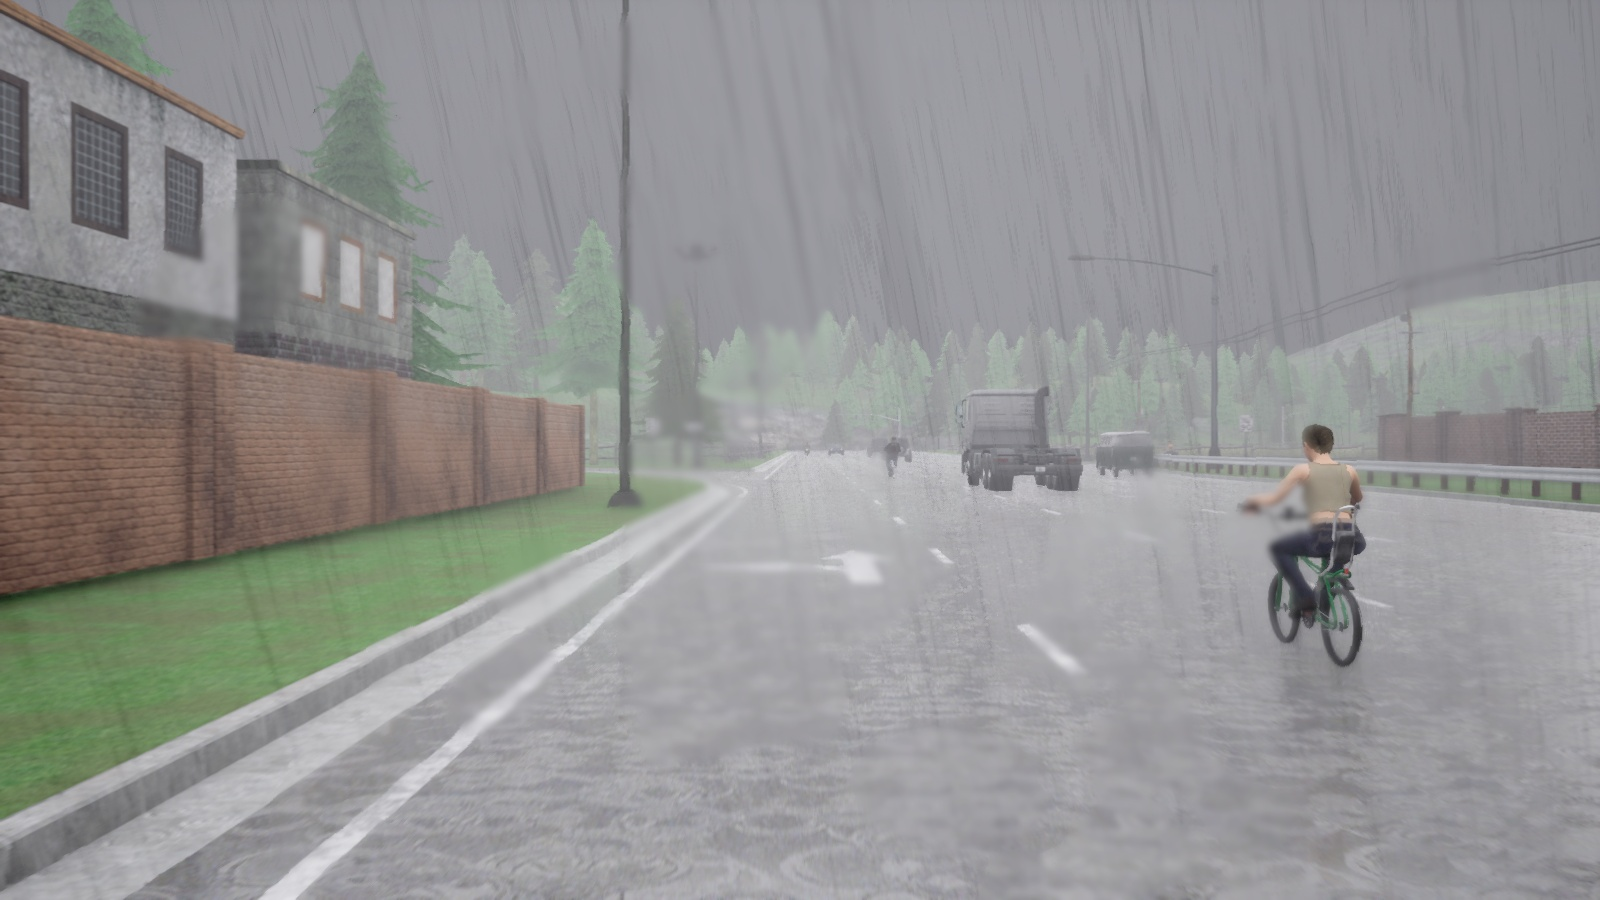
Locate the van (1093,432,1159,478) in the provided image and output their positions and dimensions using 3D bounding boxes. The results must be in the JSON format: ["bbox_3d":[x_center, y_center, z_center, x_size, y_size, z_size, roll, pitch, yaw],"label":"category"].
[{"bbox_3d":[14.330,0.199,55.490,1.775,1.987,4.442,0,0,0],"label":"van"}]

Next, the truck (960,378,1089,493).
[{"bbox_3d":[7.253,-0.465,41.751,2.891,3.462,7.936,0,0,0],"label":"truck"}]

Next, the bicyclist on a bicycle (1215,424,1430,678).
[{"bbox_3d":[3.570,0.637,8.737,0.866,1.612,1.509,0,0,0],"label":"bicyclist on a bicycle"}]

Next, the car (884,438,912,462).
[{"bbox_3d":[7.565,0.000,97.026,1.905,1.878,3.866,0,0,0],"label":"car"}]
